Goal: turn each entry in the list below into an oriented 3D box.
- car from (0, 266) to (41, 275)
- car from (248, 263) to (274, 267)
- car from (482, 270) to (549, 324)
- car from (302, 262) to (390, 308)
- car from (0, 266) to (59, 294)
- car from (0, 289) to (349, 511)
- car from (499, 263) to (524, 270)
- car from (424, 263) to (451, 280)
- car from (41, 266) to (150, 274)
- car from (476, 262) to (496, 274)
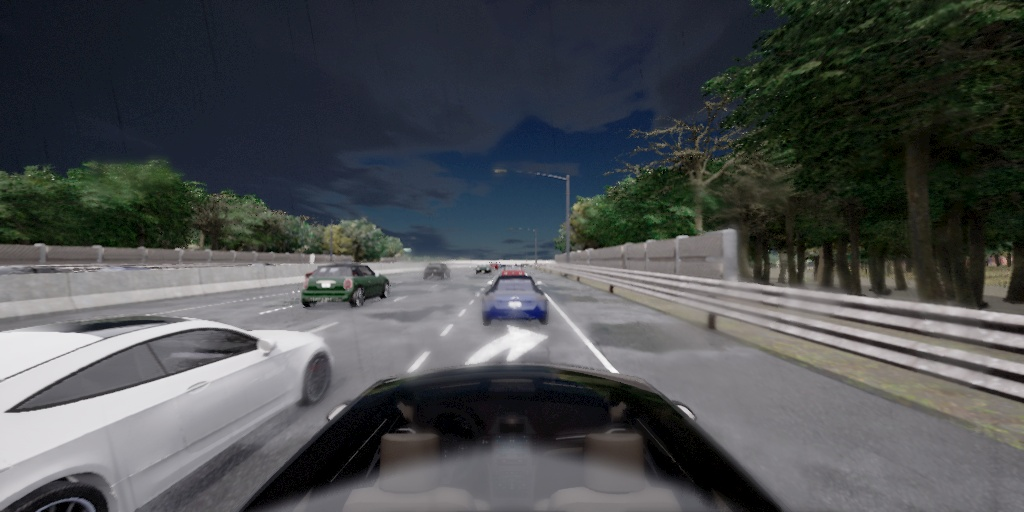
[{"bbox_3d":[-24.600,1.277,17.736,1.837,1.490,4.892,0,0,0],"label":"car"},{"bbox_3d":[-31.590,1.567,44.948,1.812,1.442,4.674,0,-1,0],"label":"car"},{"bbox_3d":[0.098,1.319,11.937,1.994,1.385,4.181,0,0,0],"label":"car"},{"bbox_3d":[-6.902,1.115,15.431,2.097,1.767,4.553,0,0,0],"label":"car"},{"bbox_3d":[-28.101,1.305,19.166,1.812,1.442,4.674,0,0,0],"label":"car"},{"bbox_3d":[-3.500,1.276,3.275,1.812,1.442,4.674,0,0,0],"label":"car"},{"bbox_3d":[0.101,1.462,30.867,1.895,1.301,4.718,0,-1,0],"label":"car"},{"bbox_3d":[-6.905,1.394,33.541,1.837,1.490,4.892,0,-1,0],"label":"car"},{"bbox_3d":[-21.102,1.304,19.170,1.812,1.442,4.674,0,0,0],"label":"car"},{"bbox_3d":[-3.508,1.656,45.987,1.895,1.301,4.718,0,-1,0],"label":"car"}]
